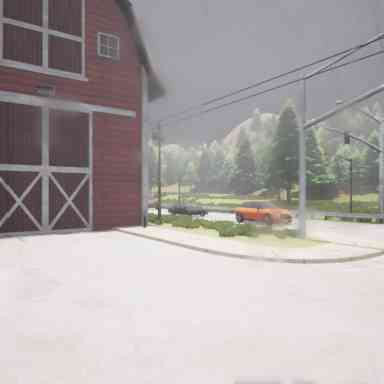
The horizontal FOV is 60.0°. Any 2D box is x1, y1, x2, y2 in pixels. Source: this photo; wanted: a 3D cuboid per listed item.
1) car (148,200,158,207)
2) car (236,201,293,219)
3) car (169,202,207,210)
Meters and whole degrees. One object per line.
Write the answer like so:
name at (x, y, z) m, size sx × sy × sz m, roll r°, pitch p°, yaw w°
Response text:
car at (-6.558, 1.850, 49.597) m, size 1.812 × 1.442 × 4.674 m, roll 0°, pitch 0°, yaw -34°
car at (5.473, 1.526, 25.612) m, size 2.097 × 1.767 × 4.553 m, roll 0°, pitch 0°, yaw -34°
car at (-0.522, 1.778, 34.384) m, size 2.033 × 1.411 × 5.357 m, roll 0°, pitch 0°, yaw -34°
